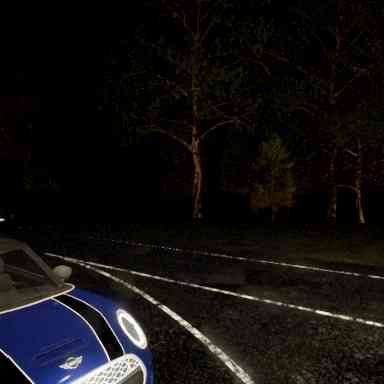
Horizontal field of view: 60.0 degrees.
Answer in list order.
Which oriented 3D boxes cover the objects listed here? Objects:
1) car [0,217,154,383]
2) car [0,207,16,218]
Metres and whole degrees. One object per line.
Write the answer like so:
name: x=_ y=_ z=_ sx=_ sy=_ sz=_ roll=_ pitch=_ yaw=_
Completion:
car: x=-2.582 y=1.338 z=3.726 sx=4.553 sy=1.767 sz=2.097 roll=1 pitch=0 yaw=35
car: x=-11.783 y=1.456 z=18.950 sx=4.181 sy=1.385 sz=1.994 roll=0 pitch=0 yaw=37
